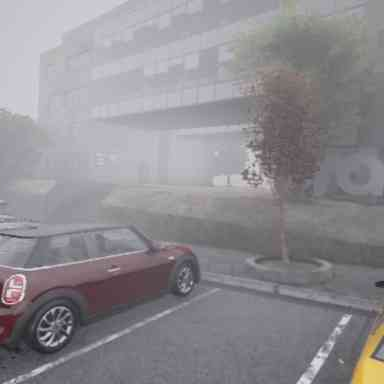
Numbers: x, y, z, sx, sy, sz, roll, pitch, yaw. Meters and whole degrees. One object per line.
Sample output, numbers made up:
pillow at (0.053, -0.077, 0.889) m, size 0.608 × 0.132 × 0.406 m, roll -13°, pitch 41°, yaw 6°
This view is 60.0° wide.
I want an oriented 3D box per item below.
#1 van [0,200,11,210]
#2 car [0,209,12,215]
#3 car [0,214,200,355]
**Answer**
van at (-8.649, 1.240, 11.305) m, size 1.878 × 1.987 × 4.442 m, roll 0°, pitch 0°, yaw 35°
car at (-6.304, 1.470, 9.783) m, size 2.231 × 1.521 × 4.892 m, roll 0°, pitch 0°, yaw 36°
car at (-1.778, 1.349, 6.509) m, size 2.185 × 1.767 × 4.553 m, roll 0°, pitch 0°, yaw 36°
